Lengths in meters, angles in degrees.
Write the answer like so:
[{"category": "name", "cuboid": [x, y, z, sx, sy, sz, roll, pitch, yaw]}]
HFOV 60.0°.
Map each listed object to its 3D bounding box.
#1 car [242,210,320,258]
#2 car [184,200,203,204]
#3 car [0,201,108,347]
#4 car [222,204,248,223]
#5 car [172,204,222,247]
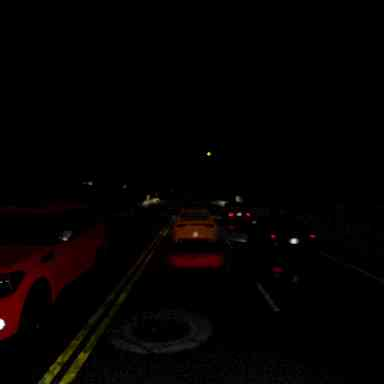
[{"category": "car", "cuboid": [3.353, 1.596, 12.944, 1.994, 1.385, 4.181, 0, 0, 0]}, {"category": "car", "cuboid": [0.108, 1.415, 26.301, 2.097, 1.767, 4.553, 0, 0, 0]}, {"category": "car", "cuboid": [-3.311, 1.241, 6.704, 2.150, 2.045, 5.566, 0, 0, 0]}, {"category": "car", "cuboid": [3.347, 1.610, 25.853, 2.033, 1.411, 5.357, 0, 0, 0]}, {"category": "car", "cuboid": [0.104, 1.516, 15.286, 1.882, 1.535, 5.008, 0, -1, -1]}]
